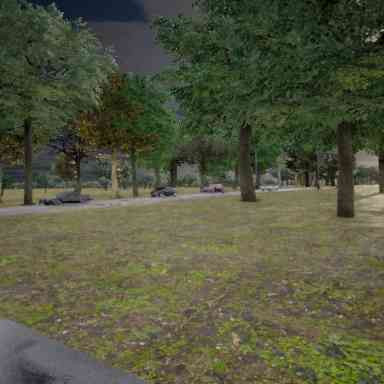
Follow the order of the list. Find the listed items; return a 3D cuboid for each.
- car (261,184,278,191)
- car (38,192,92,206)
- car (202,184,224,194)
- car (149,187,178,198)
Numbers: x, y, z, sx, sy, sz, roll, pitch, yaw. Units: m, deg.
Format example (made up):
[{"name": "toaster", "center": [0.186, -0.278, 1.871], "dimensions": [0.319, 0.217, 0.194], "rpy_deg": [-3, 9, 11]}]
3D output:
[{"name": "car", "center": [15.450, -0.862, 66.022], "dimensions": [1.895, 1.301, 4.718], "rpy_deg": [-1, 2, 37]}, {"name": "car", "center": [-13.181, 0.669, 34.861], "dimensions": [2.033, 1.411, 5.357], "rpy_deg": [-1, 2, 37]}, {"name": "car", "center": [3.580, -0.571, 56.572], "dimensions": [2.097, 1.767, 4.553], "rpy_deg": [-1, 2, 38]}, {"name": "car", "center": [-3.930, 0.035, 46.877], "dimensions": [1.837, 1.490, 4.892], "rpy_deg": [-1, 2, 38]}]
